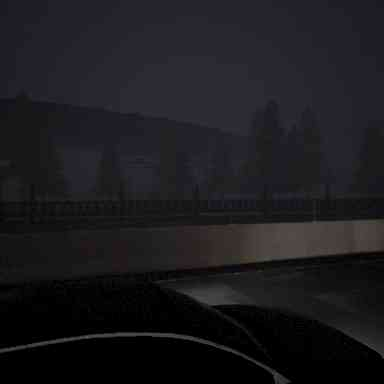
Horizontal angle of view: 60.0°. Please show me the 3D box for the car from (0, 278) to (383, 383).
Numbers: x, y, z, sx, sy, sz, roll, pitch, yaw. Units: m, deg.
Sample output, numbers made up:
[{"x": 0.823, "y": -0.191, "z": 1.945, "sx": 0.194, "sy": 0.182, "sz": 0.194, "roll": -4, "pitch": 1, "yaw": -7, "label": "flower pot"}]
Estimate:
[{"x": -0.591, "y": 1.501, "z": 2.561, "sx": 4.892, "sy": 1.490, "sz": 1.837, "roll": 1, "pitch": 0, "yaw": -22, "label": "car"}]
